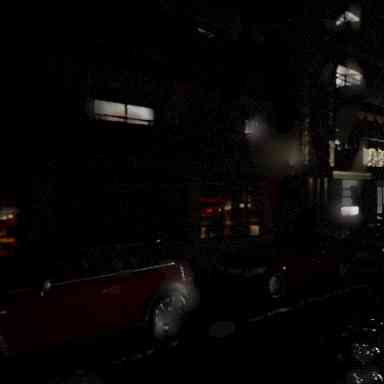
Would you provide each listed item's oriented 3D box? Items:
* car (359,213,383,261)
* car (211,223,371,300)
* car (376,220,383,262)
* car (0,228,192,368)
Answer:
[{"bbox_3d":[6.911,1.437,11.498,4.097,1.590,1.967,0,0,-36],"label":"car"},{"bbox_3d":[2.413,1.580,8.287,4.206,1.307,1.802,0,0,-36],"label":"car"},{"bbox_3d":[6.990,1.488,8.365,4.902,1.511,2.128,0,0,-35],"label":"car"},{"bbox_3d":[-2.086,1.440,5.078,4.097,1.590,1.967,0,0,-36],"label":"car"}]
